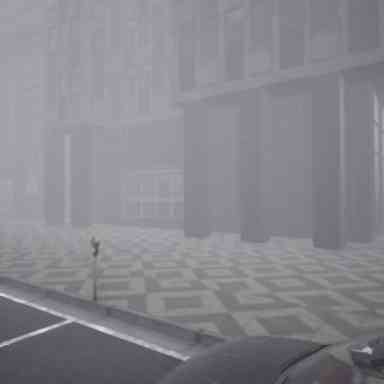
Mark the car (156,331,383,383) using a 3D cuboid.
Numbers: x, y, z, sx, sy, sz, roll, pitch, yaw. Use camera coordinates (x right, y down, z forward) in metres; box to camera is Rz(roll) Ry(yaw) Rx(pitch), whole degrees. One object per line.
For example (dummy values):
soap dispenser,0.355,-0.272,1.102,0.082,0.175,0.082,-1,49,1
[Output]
car,1.628,1.547,1.798,4.403,1.369,2.008,-1,0,36
